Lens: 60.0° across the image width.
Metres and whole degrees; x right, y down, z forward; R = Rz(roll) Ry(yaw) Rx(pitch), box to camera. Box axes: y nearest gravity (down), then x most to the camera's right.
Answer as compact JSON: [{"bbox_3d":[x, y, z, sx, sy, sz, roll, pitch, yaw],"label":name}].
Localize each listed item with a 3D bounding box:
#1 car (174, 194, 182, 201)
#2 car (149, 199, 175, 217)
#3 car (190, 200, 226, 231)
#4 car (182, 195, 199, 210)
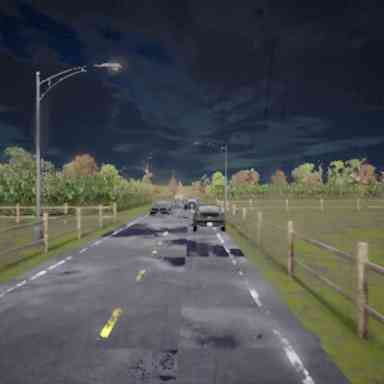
[{"bbox_3d":[-2.781,1.182,71.693,1.882,1.535,5.008,0,0,0],"label":"car"},{"bbox_3d":[-2.861,1.535,31.004,1.895,1.301,4.718,0,0,0],"label":"car"},{"bbox_3d":[0.953,1.464,20.125,1.837,1.490,4.892,0,0,0],"label":"car"},{"bbox_3d":[0.010,1.434,41.140,1.812,1.442,4.674,0,0,1],"label":"car"}]
